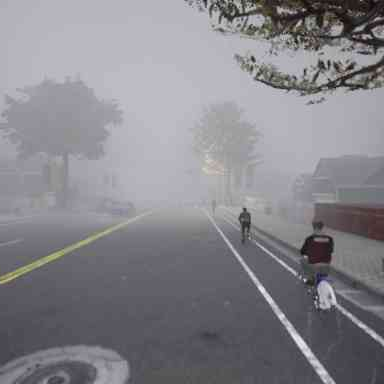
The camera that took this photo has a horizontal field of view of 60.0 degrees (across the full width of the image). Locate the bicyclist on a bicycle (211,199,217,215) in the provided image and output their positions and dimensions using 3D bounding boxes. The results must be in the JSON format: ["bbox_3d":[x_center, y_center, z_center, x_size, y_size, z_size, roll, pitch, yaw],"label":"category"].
[{"bbox_3d":[2.250,1.514,34.004,0.582,1.620,1.656,0,0,0],"label":"bicyclist on a bicycle"}]

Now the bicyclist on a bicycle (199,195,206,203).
[{"bbox_3d":[2.259,1.542,62.263,0.866,1.612,1.509,1,0,0],"label":"bicyclist on a bicycle"}]

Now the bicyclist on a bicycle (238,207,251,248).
[{"bbox_3d":[2.250,1.479,14.011,0.582,1.620,1.656,0,0,0],"label":"bicyclist on a bicycle"}]

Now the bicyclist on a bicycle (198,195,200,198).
[{"bbox_3d":[2.249,1.486,81.580,0.659,1.776,1.843,0,0,0],"label":"bicyclist on a bicycle"}]

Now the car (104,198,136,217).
[{"bbox_3d":[-6.598,1.535,31.882,1.882,1.535,5.008,0,0,0],"label":"car"}]

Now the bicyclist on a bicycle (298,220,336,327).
[{"bbox_3d":[2.250,1.382,6.161,0.659,1.776,1.843,0,0,0],"label":"bicyclist on a bicycle"}]

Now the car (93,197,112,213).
[{"bbox_3d":[-9.836,1.420,38.460,2.097,1.767,4.553,0,0,0],"label":"car"}]
